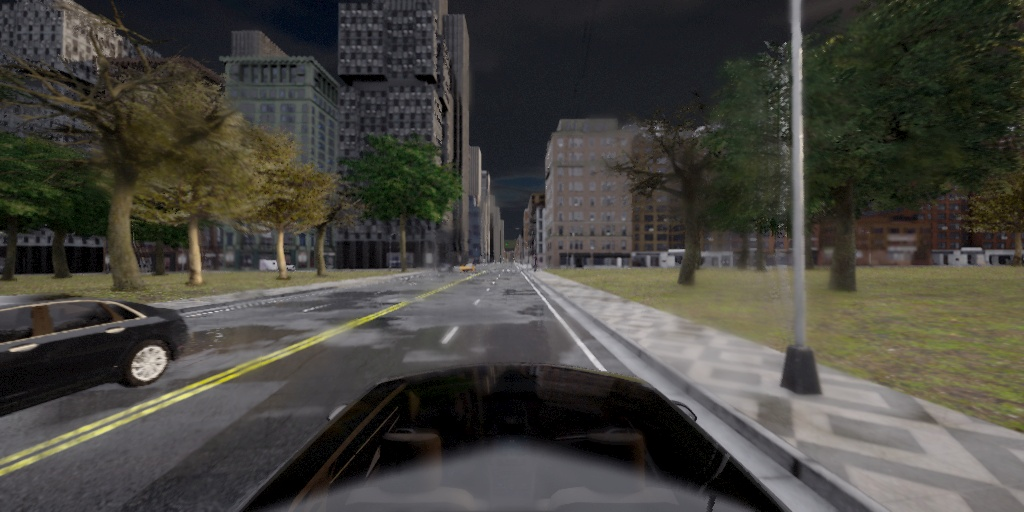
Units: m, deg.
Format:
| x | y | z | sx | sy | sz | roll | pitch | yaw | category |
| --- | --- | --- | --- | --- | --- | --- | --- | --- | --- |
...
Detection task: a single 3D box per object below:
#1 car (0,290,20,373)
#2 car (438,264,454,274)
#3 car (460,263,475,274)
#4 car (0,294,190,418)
| x | y | z | sx | sy | sz | roll | pitch | yaw | category |
| --- | --- | --- | --- | --- | --- | --- | --- | --- | --- |
| -9.850 | 1.304 | 4.176 | 1.812 | 1.442 | 4.674 | 0 | -1 | 0 | car |
| -9.833 | 1.885 | 53.674 | 2.128 | 1.511 | 4.902 | 0 | -1 | 0 | car |
| -6.584 | 1.866 | 53.363 | 1.882 | 1.535 | 5.008 | 0 | -1 | 0 | car |
| -6.601 | 1.284 | 4.260 | 1.837 | 1.490 | 4.892 | 0 | -1 | 0 | car |
